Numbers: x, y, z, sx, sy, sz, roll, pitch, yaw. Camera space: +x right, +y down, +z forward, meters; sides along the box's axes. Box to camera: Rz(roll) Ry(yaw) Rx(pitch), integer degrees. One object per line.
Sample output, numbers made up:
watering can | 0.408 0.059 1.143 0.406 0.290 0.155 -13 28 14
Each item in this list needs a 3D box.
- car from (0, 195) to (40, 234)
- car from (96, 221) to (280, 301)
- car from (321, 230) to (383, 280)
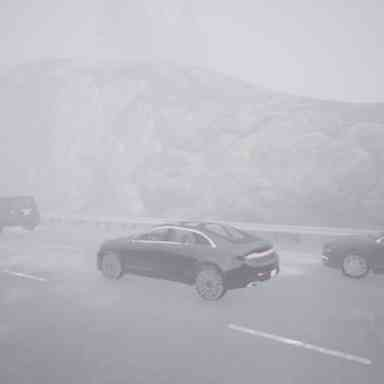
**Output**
car | -11.141 1.215 19.065 5.566 2.045 2.150 0 0 30
car | -0.312 1.480 8.297 4.902 1.511 2.128 0 0 34
car | 5.837 1.482 8.314 4.892 1.490 1.837 0 0 35
